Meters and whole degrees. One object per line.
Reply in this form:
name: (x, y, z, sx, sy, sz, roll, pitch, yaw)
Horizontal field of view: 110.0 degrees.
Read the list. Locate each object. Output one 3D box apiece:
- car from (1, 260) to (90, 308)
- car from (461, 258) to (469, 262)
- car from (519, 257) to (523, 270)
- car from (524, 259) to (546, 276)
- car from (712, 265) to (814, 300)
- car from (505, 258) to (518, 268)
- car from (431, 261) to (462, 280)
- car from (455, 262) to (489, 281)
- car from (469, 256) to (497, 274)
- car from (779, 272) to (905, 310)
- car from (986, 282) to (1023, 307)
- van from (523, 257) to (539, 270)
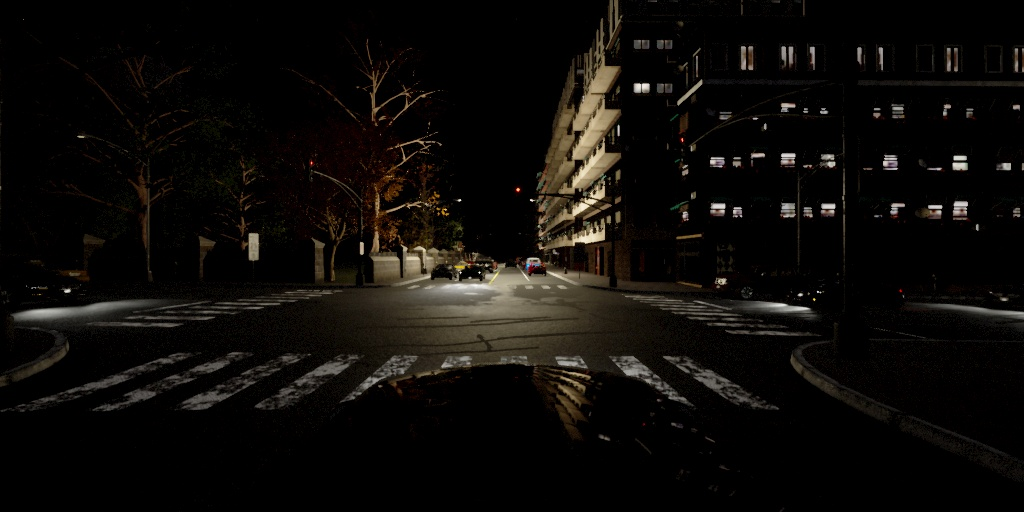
car: (-18.205, 0.954, 12.695, 4.892, 1.490, 1.837, 1, 0, -1)
car: (-5.872, 1.300, 42.273, 1.751, 1.417, 4.829, 0, 0, 0)
car: (2.455, 1.229, 53.741, 1.967, 1.591, 4.097, 0, 0, 0)
car: (2.533, 1.314, 36.850, 1.888, 1.381, 4.507, 0, 0, 0)
car: (13.374, 1.353, 18.929, 5.009, 1.841, 2.192, 0, 0, -1)
car: (-0.175, 1.366, 61.545, 1.994, 1.385, 4.181, 0, 0, 0)
car: (-5.822, 1.330, 31.181, 1.948, 1.339, 4.313, 0, 0, 0)
car: (-3.225, 1.364, 29.663, 1.895, 1.301, 4.718, 0, 0, 0)
car: (-3.279, 0.999, 41.665, 2.150, 2.045, 5.566, 0, -1, 0)
car: (15.116, 1.623, 16.365, 4.181, 1.385, 1.994, 1, 0, -1)
car: (24.953, 1.764, 16.509, 4.674, 1.442, 1.812, 1, 0, -1)
van: (2.507, 1.115, 42.481, 1.690, 1.789, 3.998, 0, 0, 0)
